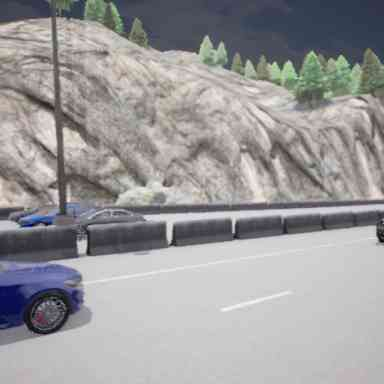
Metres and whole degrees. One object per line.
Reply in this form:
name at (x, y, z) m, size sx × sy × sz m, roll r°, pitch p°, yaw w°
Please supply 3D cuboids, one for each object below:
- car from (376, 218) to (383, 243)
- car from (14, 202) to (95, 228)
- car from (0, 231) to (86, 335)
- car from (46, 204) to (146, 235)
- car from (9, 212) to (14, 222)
car at (10.545, 1.632, 15.723) m, size 4.892 × 1.490 × 1.837 m, roll 0°, pitch -1°, yaw -36°
car at (-7.618, 1.610, 20.084) m, size 5.008 × 1.535 × 1.882 m, roll 0°, pitch -1°, yaw -36°
car at (-4.063, 1.557, 5.118) m, size 4.674 × 1.442 × 1.812 m, roll 0°, pitch -1°, yaw -36°
car at (-4.818, 1.611, 17.791) m, size 4.902 × 1.511 × 2.128 m, roll 0°, pitch -1°, yaw -36°
car at (-11.556, 1.693, 25.876) m, size 4.674 × 1.442 × 1.812 m, roll 0°, pitch -1°, yaw -36°
